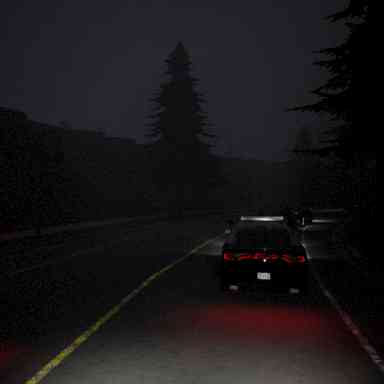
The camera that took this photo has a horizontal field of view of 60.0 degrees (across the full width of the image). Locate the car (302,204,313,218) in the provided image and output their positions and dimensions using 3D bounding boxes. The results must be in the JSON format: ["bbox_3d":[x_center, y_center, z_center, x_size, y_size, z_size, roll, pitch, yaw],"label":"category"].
[{"bbox_3d":[7.053,1.506,22.973,1.837,1.490,4.892,0,0,30],"label":"car"}]

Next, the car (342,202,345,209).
[{"bbox_3d":[21.786,1.491,43.600,4.902,1.511,2.128,0,0,-30],"label":"car"}]

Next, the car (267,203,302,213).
[{"bbox_3d":[4.568,1.478,17.895,1.882,1.535,5.008,0,0,23],"label":"car"}]

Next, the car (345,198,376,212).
[{"bbox_3d":[20.222,1.564,38.705,4.181,1.385,1.994,0,0,-34],"label":"car"}]

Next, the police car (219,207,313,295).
[{"bbox_3d":[1.881,1.425,8.988,1.930,1.638,5.238,0,0,11],"label":"police car"}]
